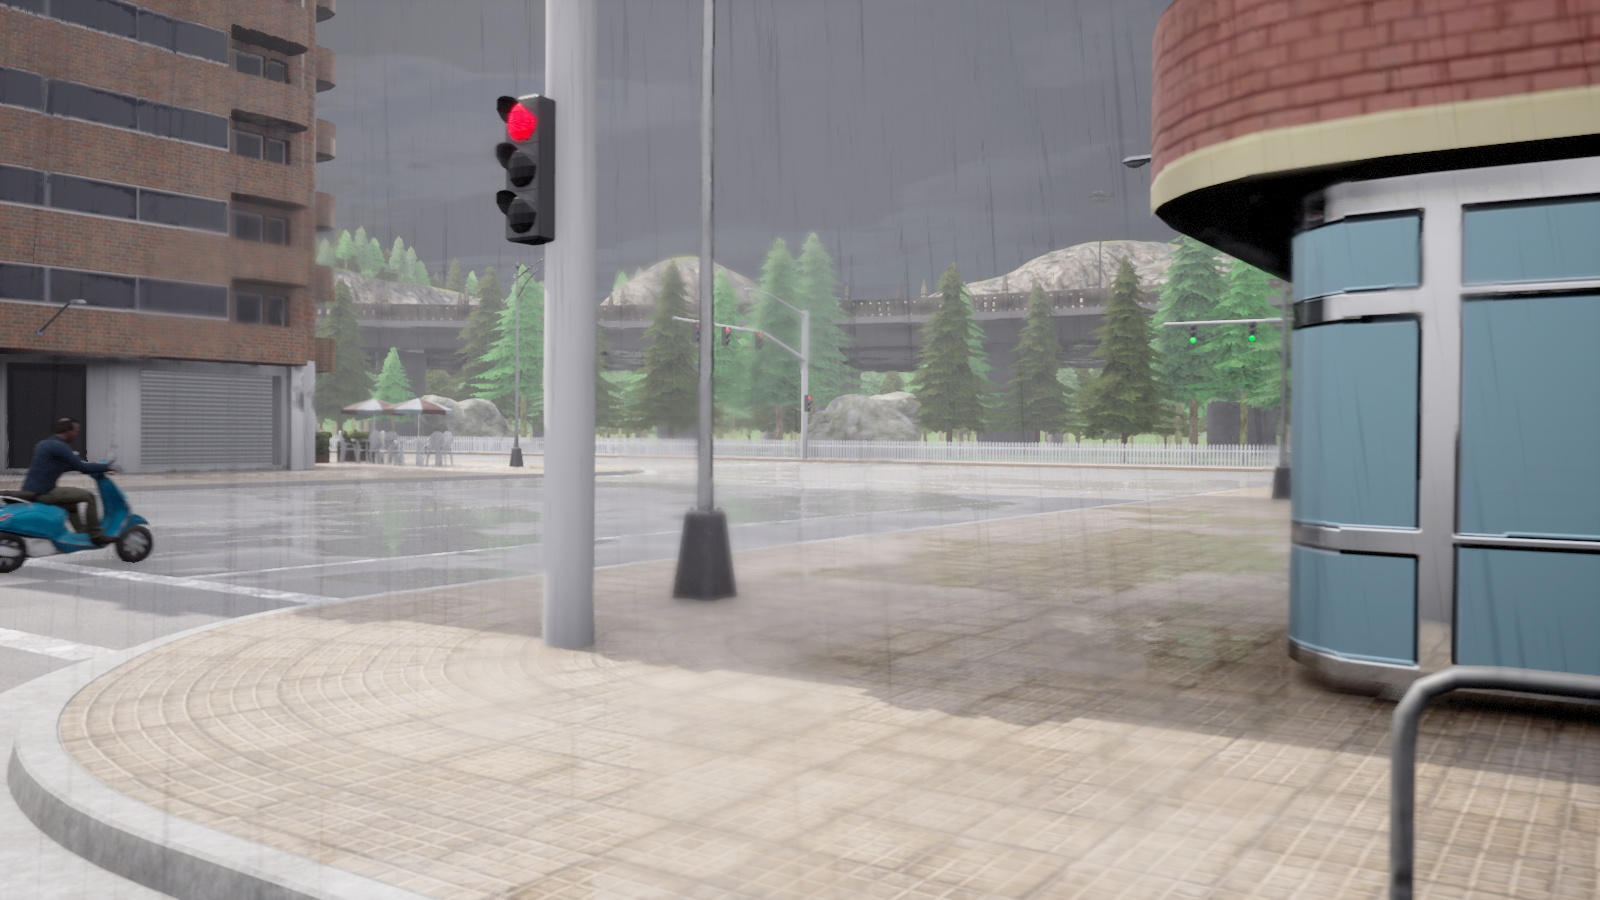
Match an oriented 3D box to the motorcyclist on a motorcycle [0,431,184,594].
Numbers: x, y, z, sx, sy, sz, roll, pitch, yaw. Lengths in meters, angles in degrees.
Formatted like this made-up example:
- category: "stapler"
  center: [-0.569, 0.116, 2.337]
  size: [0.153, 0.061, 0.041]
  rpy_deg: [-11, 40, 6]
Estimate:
- category: "motorcyclist on a motorcycle"
  center: [-7.644, 0.601, 13.281]
  size: [0.866, 1.590, 1.817]
  rpy_deg: [0, 1, 34]
